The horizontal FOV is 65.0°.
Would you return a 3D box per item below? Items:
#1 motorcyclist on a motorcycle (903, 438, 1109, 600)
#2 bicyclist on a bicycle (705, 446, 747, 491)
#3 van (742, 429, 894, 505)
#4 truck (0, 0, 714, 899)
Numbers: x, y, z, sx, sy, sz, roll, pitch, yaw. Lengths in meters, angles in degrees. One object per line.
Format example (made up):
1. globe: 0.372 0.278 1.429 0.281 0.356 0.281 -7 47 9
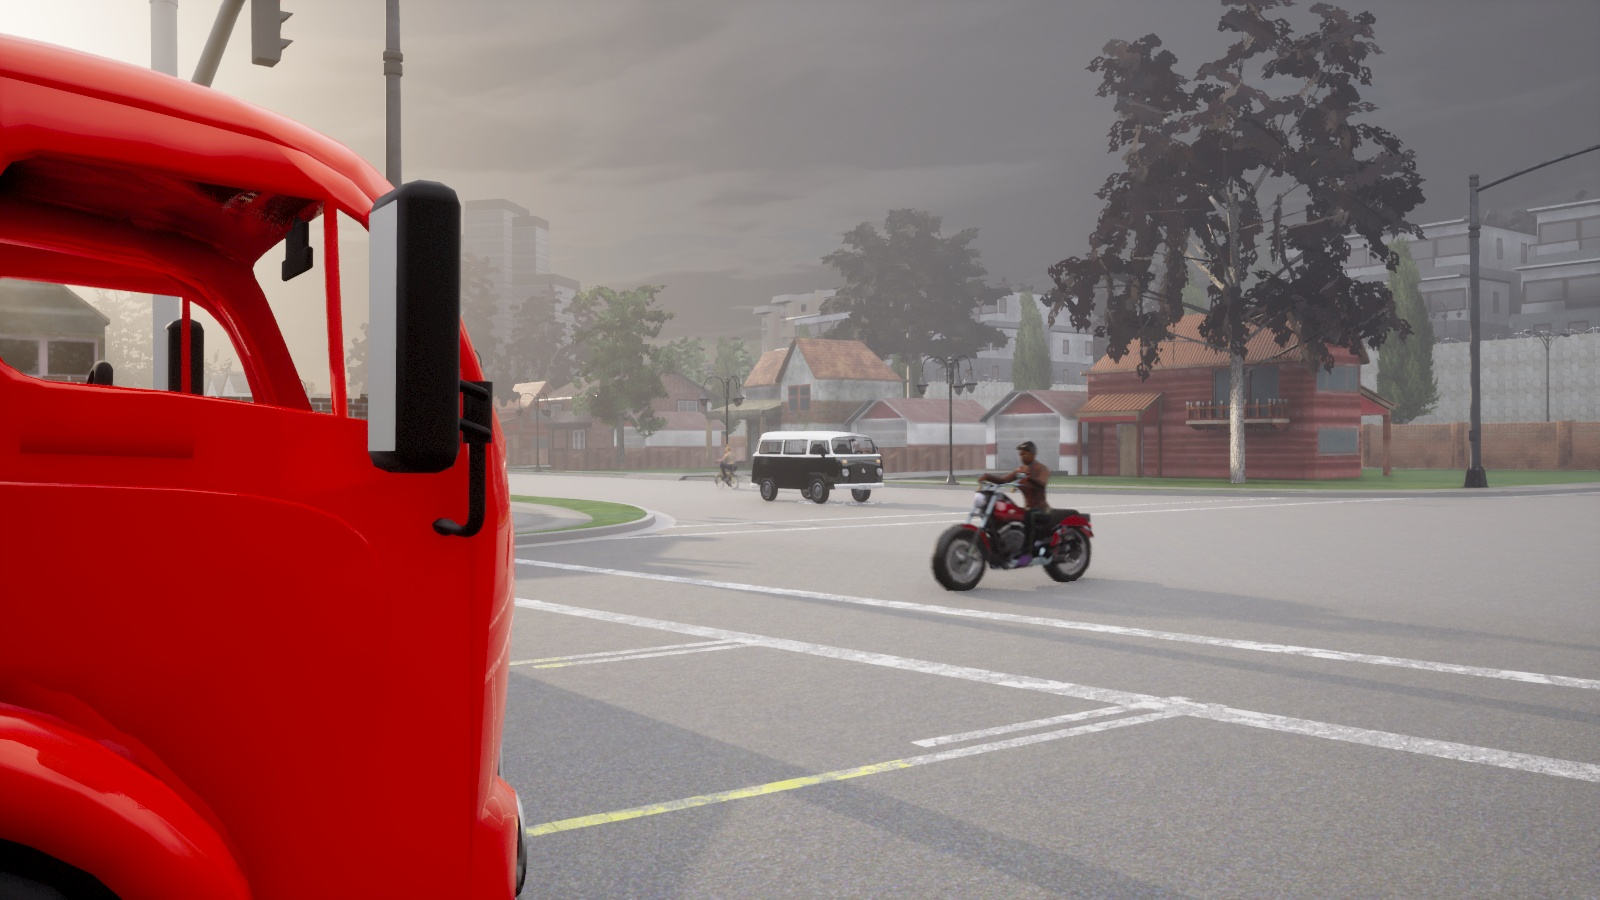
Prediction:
1. motorcyclist on a motorcycle: 2.295 0.700 13.785 2.350 1.649 0.766 -1 0 -35
2. bicyclist on a bicycle: -2.733 0.675 46.324 0.866 1.612 1.509 -1 0 -37
3. van: 0.436 0.462 36.107 2.069 2.038 4.480 -1 0 -36
4. truck: -3.027 0.263 1.582 5.204 2.467 2.627 0 0 -34
